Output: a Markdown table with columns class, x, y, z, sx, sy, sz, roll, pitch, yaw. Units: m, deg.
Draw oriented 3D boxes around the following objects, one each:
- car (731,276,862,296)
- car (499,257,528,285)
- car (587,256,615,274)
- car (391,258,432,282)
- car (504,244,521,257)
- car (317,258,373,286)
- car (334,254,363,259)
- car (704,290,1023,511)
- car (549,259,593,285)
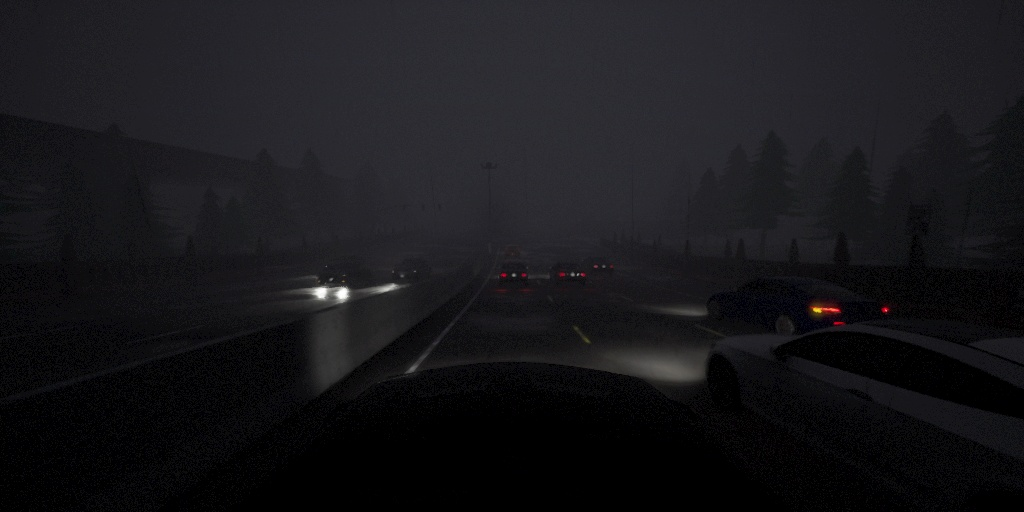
| class | x | y | z | sx | sy | sz | roll | pitch | yaw |
| --- | --- | --- | --- | --- | --- | --- | --- | --- | --- |
| car | 7.102 | 1.261 | 9.450 | 1.812 | 1.442 | 4.674 | 0 | 0 | 0 |
| car | 0.107 | 1.059 | 23.534 | 2.033 | 1.411 | 5.357 | 0 | 2 | 0 |
| car | 7.105 | 0.684 | 30.187 | 2.033 | 1.411 | 5.357 | 0 | 4 | 0 |
| car | -7.059 | 0.909 | 25.579 | 2.128 | 1.511 | 4.902 | 0 | 3 | 0 |
| car | 0.053 | -0.678 | 43.287 | 1.882 | 1.535 | 5.008 | 0 | 7 | 0 |
| car | -10.573 | 1.101 | 22.943 | 1.994 | 1.385 | 4.181 | 0 | 2 | 0 |
| car | -14.021 | 0.628 | 30.411 | 1.837 | 1.490 | 4.892 | 0 | 3 | 1 |
| car | 3.600 | 1.273 | 3.090 | 1.812 | 1.442 | 4.674 | 0 | 0 | 0 |
| car | 3.607 | 1.050 | 23.770 | 2.033 | 1.411 | 5.357 | 0 | 2 | 0 |
